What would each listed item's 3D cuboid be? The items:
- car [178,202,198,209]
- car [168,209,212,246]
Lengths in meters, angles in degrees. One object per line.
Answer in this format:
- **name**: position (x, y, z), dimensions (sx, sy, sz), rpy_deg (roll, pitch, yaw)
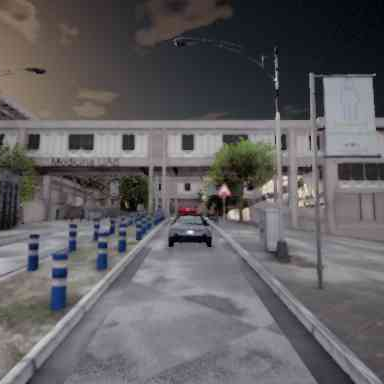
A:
- **car**: position (-0.466, 2.175, 39.373), dimensions (2.150, 2.045, 5.566), rpy_deg (0, -3, -1)
- **car**: position (-0.100, 1.718, 16.146), dimensions (1.994, 1.385, 4.181), rpy_deg (0, -1, -1)
